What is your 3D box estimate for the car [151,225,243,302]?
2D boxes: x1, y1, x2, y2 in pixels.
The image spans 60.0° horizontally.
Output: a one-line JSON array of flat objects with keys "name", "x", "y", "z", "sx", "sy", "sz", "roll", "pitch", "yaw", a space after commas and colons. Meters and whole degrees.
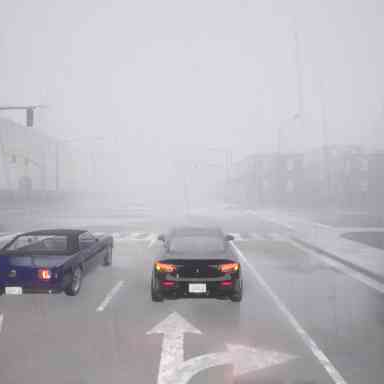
[{"name": "car", "x": 0.100, "y": 1.526, "z": 8.158, "sx": 1.812, "sy": 1.442, "sz": 4.674, "roll": 0, "pitch": 0, "yaw": 0}]

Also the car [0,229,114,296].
[{"name": "car", "x": -3.398, "y": 1.601, "z": 8.591, "sx": 1.895, "sy": 1.301, "sz": 4.718, "roll": 0, "pitch": 0, "yaw": 0}]
